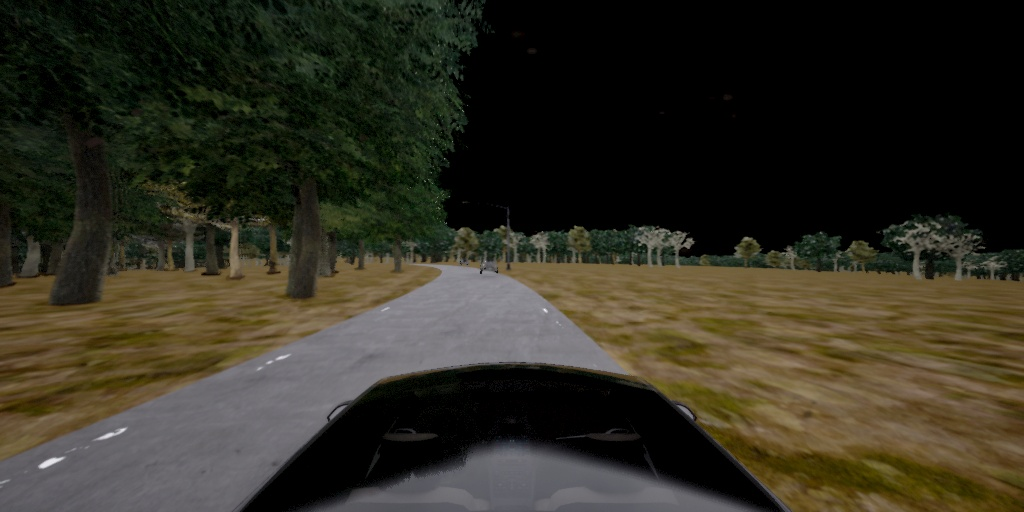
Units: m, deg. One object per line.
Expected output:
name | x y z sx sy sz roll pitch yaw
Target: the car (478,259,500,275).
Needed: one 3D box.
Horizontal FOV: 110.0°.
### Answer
car | -2.362 1.042 36.200 1.812 1.442 4.674 0 0 -7
